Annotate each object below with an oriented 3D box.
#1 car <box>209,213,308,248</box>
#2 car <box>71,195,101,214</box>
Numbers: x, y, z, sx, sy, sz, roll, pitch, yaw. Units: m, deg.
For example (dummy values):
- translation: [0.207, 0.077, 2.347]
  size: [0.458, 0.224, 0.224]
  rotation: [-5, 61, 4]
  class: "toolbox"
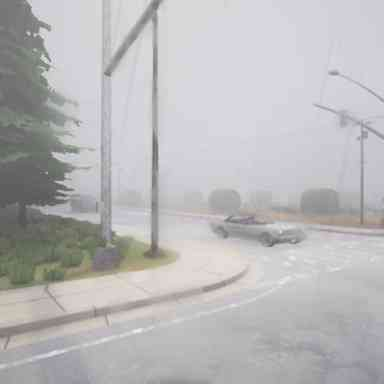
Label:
- translation: [2.930, 1.682, 15.485]
  size: [1.895, 1.301, 4.718]
  rotation: [0, 0, -34]
  class: "car"
- translation: [-11.695, 1.371, 36.777]
  size: [2.150, 2.045, 5.566]
  rotation: [0, 2, -34]
  class: "car"
